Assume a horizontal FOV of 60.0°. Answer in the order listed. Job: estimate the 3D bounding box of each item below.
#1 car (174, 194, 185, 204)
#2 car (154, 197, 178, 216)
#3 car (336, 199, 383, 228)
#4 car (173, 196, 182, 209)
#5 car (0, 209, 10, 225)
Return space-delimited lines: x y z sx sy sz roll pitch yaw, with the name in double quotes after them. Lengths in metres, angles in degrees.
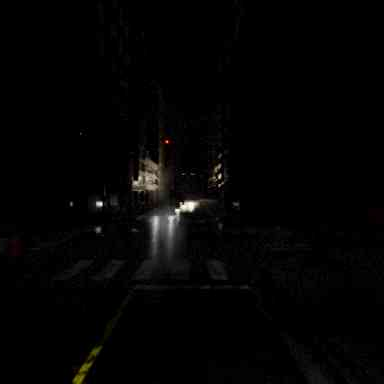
-2.677 1.440 67.246 2.150 2.045 5.566 0 0 0 "car"
-2.807 1.626 34.729 1.837 1.490 4.892 0 0 0 "car"
12.373 1.368 22.195 5.009 1.841 2.192 0 0 0 "car"
-2.774 1.693 48.906 1.812 1.442 4.674 0 0 0 "car"
-14.510 1.641 22.264 4.313 1.339 1.947 0 0 0 "car"
